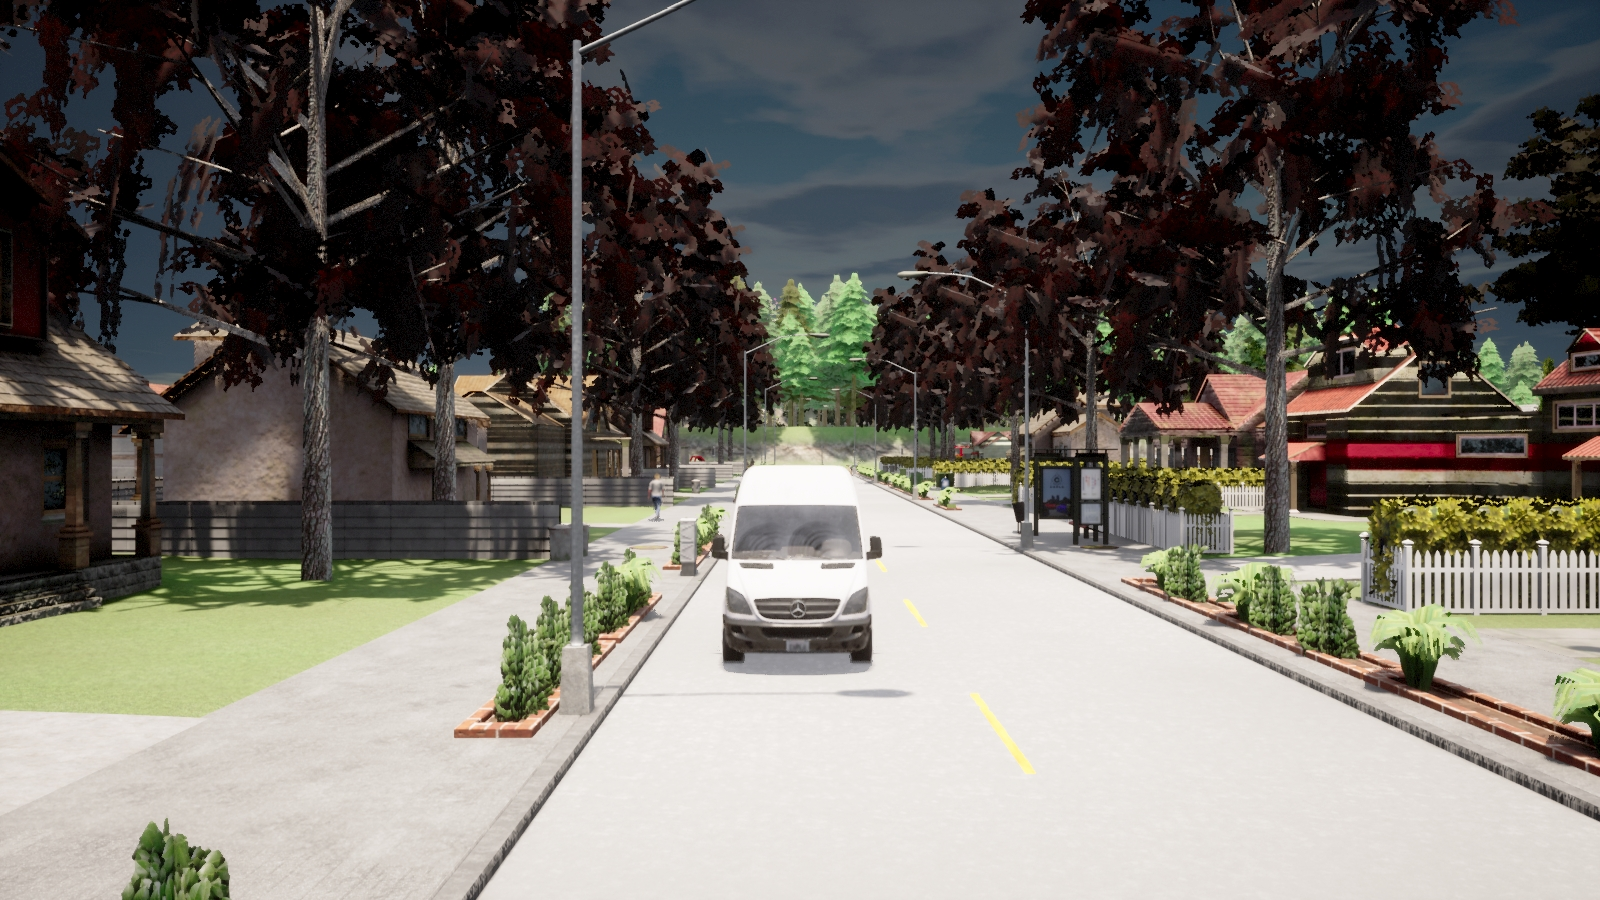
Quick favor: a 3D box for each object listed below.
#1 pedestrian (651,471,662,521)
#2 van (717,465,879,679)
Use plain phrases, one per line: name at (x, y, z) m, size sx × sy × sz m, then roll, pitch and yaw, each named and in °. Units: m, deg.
pedestrian at (-5.447, 1.743, 43.421) m, size 0.375 × 1.860 × 0.375 m, roll 0°, pitch 0°, yaw 2°
van at (-0.033, 1.534, 16.979) m, size 1.988 × 2.561 × 5.915 m, roll 0°, pitch 0°, yaw 0°
